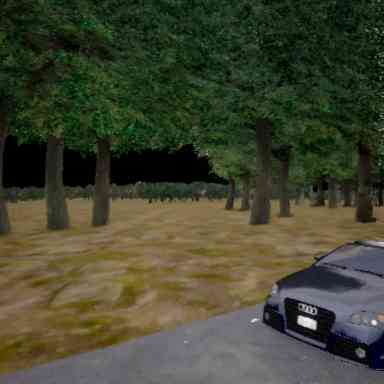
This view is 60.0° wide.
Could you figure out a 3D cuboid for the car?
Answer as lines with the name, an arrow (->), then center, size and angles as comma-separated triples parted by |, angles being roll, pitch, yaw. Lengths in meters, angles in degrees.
car -> 3.169, 1.570, 5.617 | 4.181, 1.385, 1.994 | 0, 0, -35
